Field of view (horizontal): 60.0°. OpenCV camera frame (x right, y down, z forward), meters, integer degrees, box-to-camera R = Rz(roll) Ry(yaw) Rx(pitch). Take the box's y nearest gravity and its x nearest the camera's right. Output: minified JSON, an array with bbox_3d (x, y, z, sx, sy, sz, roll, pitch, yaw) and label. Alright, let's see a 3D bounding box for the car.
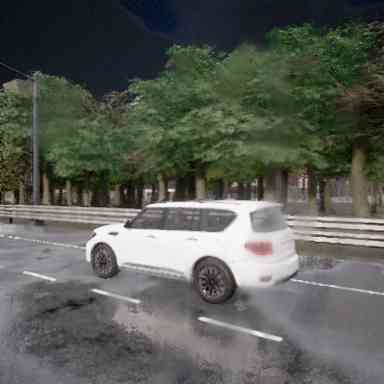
[{"bbox_3d":[-0.243,1.226,8.347,5.566,2.045,2.150,0,0,36],"label":"car"}]
